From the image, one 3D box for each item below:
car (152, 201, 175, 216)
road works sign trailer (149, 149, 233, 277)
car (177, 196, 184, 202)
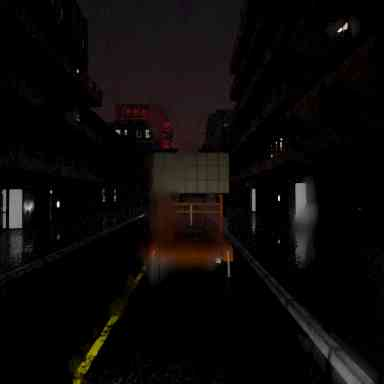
[{"bbox_3d":[-2.923,1.629,34.300,1.812,1.442,4.674,0,0,0],"label":"car"},{"bbox_3d":[-0.022,0.477,10.257,2.380,3.560,2.880,0,0,0],"label":"road works sign trailer"},{"bbox_3d":[-2.936,1.845,86.302,1.882,1.535,5.008,0,0,0],"label":"car"}]
